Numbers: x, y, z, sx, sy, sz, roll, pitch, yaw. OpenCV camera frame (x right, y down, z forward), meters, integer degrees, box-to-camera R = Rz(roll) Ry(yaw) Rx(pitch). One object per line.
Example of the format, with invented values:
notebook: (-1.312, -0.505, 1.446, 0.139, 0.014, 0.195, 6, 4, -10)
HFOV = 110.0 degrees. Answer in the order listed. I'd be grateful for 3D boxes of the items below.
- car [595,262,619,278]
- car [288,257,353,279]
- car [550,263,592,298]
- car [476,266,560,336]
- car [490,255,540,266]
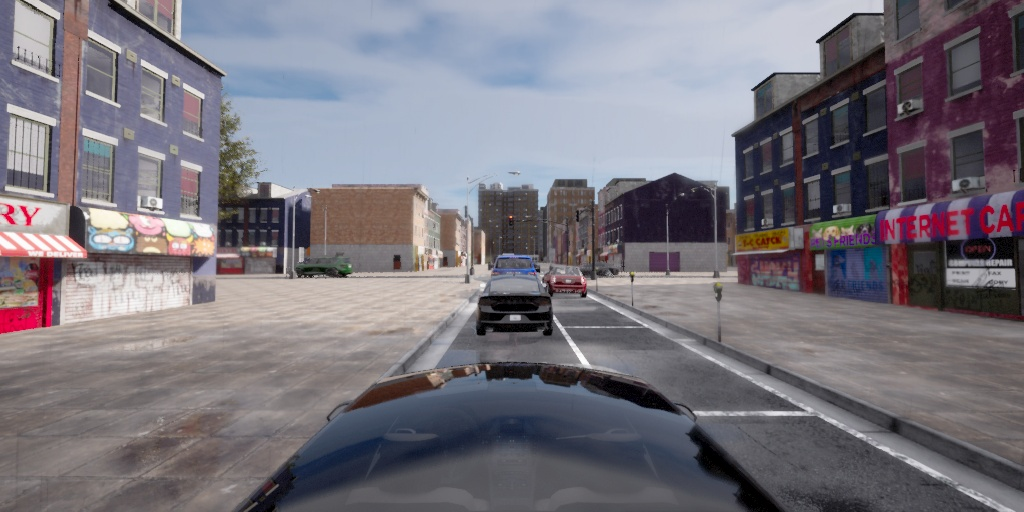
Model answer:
car: (7.582, 1.345, 34.060, 4.892, 1.490, 1.837, 0, -1, 6)
car: (-17.943, 1.130, 33.826, 5.566, 2.045, 2.150, 0, -2, 0)
car: (2.631, 1.210, 18.783, 1.967, 1.591, 4.097, 0, 0, 0)
car: (0.044, 1.235, 10.507, 1.882, 1.535, 5.008, 0, 0, -1)
car: (0.083, 0.991, 18.097, 2.150, 2.045, 5.566, 0, 0, 0)
